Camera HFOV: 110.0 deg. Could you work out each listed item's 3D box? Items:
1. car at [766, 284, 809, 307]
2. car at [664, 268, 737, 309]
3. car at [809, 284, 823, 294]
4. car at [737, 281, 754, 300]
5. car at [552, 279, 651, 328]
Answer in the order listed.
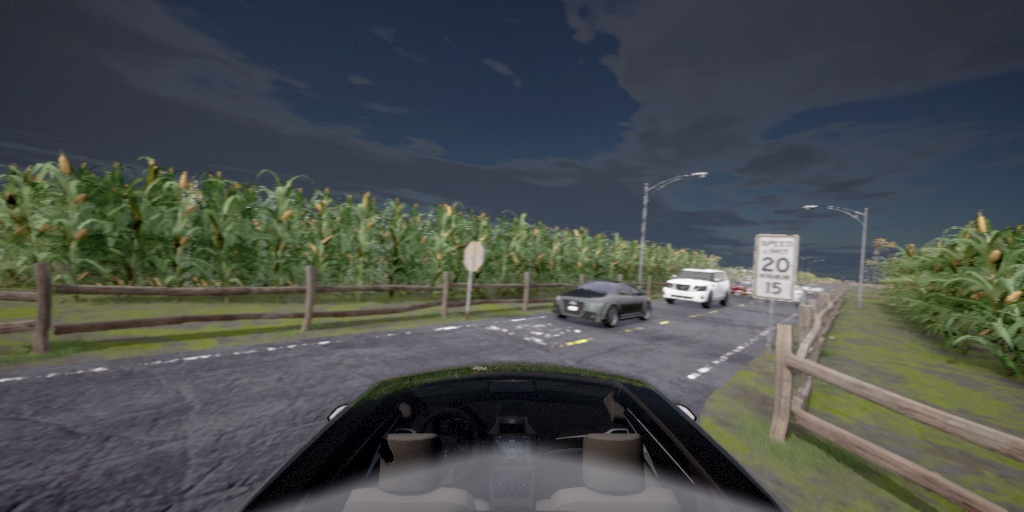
[{"bbox_3d":[19.334,2.663,25.287,1.812,1.442,4.674,4,0,44],"label":"car"},{"bbox_3d":[10.629,1.734,20.365,2.150,2.045,5.566,4,0,44],"label":"car"},{"bbox_3d":[34.266,3.829,40.986,1.895,1.301,4.718,4,0,44],"label":"car"},{"bbox_3d":[18.618,2.691,28.778,1.895,1.301,4.718,4,0,44],"label":"car"},{"bbox_3d":[3.278,1.550,12.660,1.994,1.385,4.181,4,0,43],"label":"car"}]
